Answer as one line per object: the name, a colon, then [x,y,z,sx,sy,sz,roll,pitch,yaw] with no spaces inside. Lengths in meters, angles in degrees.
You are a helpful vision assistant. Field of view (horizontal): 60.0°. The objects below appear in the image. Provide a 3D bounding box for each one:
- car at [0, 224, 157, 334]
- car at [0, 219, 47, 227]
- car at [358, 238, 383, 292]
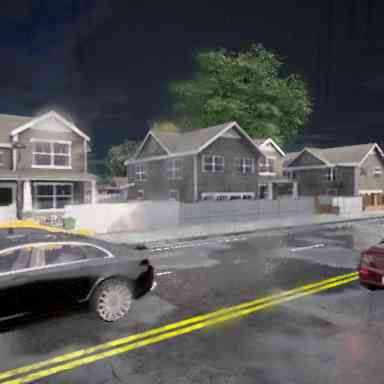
car: [-2.973,1.485,5.560,4.902,1.511,2.128,-1,0,-36]
car: [-4.888,1.472,8.185,5.008,1.535,1.882,-1,0,-36]
car: [5.488,1.437,7.383,4.674,1.442,1.812,-1,0,-36]
